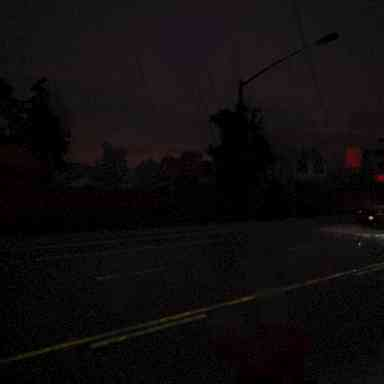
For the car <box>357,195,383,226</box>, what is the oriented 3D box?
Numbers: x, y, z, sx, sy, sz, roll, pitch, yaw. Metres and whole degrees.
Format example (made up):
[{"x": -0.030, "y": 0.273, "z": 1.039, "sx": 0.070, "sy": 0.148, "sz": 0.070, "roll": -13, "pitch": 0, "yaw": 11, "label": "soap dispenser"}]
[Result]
[{"x": 13.243, "y": 1.221, "z": 22.042, "sx": 5.566, "sy": 2.045, "sz": 2.150, "roll": 0, "pitch": 0, "yaw": -36, "label": "car"}]
